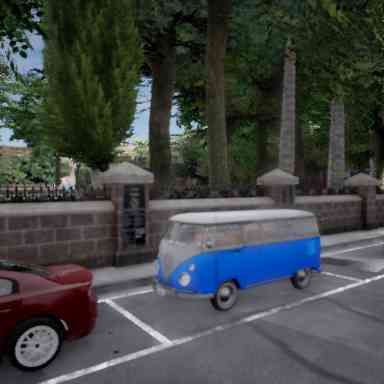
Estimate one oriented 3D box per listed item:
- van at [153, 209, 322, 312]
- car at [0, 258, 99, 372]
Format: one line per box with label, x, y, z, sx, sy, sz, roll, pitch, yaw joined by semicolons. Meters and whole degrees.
van;1.139;1.308;7.361;3.998;1.788;1.690;0;0;-36
car;-3.459;1.550;4.066;4.507;1.381;1.887;0;0;-36
